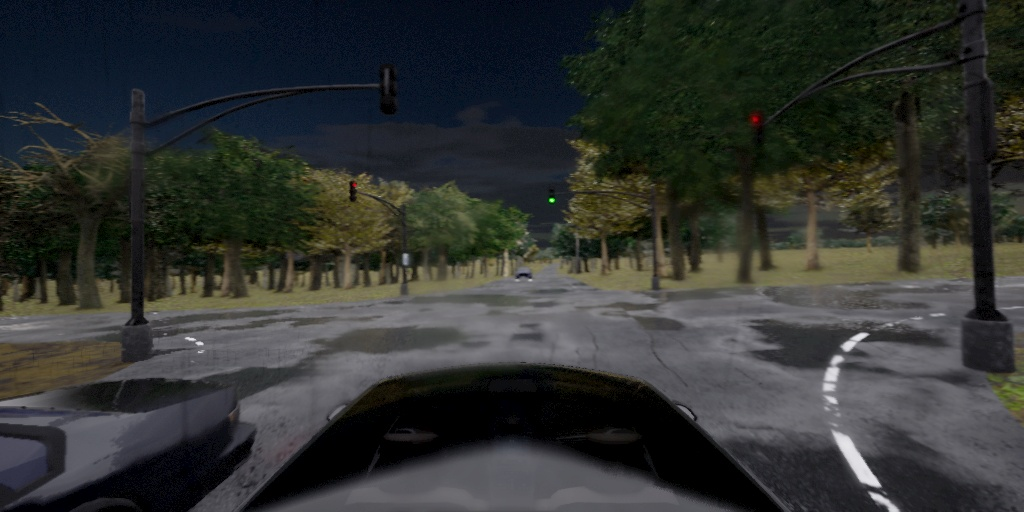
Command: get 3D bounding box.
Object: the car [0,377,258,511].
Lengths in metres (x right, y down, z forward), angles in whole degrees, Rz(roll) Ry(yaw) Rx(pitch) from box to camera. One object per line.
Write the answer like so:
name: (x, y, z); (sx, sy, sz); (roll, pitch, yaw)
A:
car: (-3.349, 1.350, 0.701); (2.033, 1.411, 5.357); (-1, -1, 7)

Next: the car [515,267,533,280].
car: (1.641, 2.197, 48.145); (2.097, 1.767, 4.553); (-1, -2, 6)
